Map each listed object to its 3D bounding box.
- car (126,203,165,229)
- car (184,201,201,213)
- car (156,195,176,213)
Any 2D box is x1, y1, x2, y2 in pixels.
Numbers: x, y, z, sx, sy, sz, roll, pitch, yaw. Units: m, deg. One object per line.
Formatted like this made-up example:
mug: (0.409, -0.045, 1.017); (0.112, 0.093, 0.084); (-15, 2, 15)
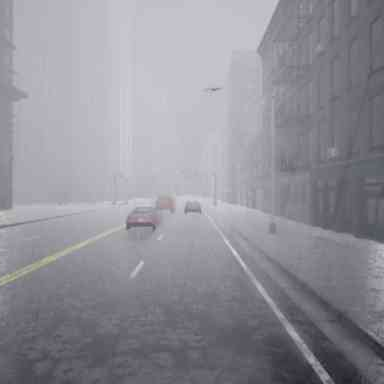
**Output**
car: (-3.149, 1.673, 22.327); (1.994, 1.385, 4.181); (0, 0, 0)
car: (0.100, 1.761, 40.297); (1.994, 1.385, 4.181); (0, 0, 0)
car: (-3.149, 1.417, 40.223); (2.150, 2.045, 5.566); (0, 0, 0)
